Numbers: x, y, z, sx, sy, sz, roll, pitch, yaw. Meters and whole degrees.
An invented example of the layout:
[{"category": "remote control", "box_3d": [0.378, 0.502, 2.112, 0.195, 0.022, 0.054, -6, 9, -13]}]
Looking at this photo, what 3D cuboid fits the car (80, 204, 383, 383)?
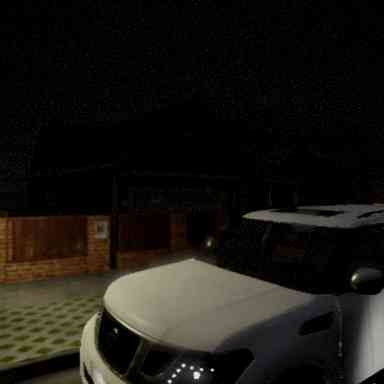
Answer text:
[{"category": "car", "box_3d": [1.556, 1.212, 4.230, 5.566, 2.045, 2.150, 0, 0, -34]}]
